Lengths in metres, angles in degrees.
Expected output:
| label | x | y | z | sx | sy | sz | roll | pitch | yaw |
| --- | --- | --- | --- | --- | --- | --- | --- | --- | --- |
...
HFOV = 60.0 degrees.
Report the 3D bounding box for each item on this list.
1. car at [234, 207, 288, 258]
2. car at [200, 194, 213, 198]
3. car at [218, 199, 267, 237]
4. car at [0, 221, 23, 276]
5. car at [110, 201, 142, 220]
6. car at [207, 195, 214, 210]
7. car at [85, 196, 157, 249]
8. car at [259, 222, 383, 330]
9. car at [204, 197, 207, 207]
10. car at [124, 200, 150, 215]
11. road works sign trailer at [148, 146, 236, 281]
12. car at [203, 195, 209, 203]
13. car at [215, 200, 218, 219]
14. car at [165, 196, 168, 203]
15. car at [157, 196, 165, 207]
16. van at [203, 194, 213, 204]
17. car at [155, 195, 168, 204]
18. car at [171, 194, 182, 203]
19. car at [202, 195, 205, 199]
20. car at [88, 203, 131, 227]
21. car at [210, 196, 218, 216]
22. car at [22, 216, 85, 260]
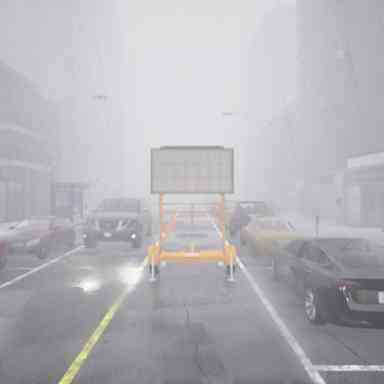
| label | x | y | z | sx | sy | sz | roll | pitch | yaw |
| --- | --- | --- | --- | --- | --- | --- | --- | --- | --- |
| car | 2.867 | 1.517 | 12.578 | 1.752 | 1.417 | 4.829 | 0 | 0 | 0 |
| car | 2.903 | 1.274 | 56.597 | 2.192 | 1.841 | 5.009 | 0 | 0 | 0 |
| car | 2.871 | 1.303 | 17.931 | 2.192 | 1.841 | 5.009 | 0 | 0 | 0 |
| car | -5.664 | 1.540 | 6.872 | 1.887 | 1.381 | 4.507 | 0 | 0 | 0 |
| car | -5.646 | 1.545 | 28.972 | 1.947 | 1.339 | 4.313 | 0 | 0 | 0 |
| car | 2.885 | 1.416 | 34.502 | 1.967 | 1.590 | 4.097 | 0 | 0 | 0 |
| car | -3.090 | 1.211 | 14.957 | 2.150 | 2.045 | 5.566 | 0 | 0 | 0 |
| car | 2.862 | 1.561 | 6.884 | 1.947 | 1.339 | 4.313 | 0 | 0 | 0 |
| car | 2.889 | 1.522 | 40.026 | 2.008 | 1.369 | 4.403 | 0 | 0 | 0 |
| car | -5.641 | 1.541 | 34.497 | 1.947 | 1.339 | 4.313 | 0 | 0 | 0 |
| road works sign trailer | 0.006 | 0.458 | 9.789 | 2.380 | 3.560 | 2.880 | 0 | 0 | 0 |
| car | 2.894 | 1.518 | 45.549 | 2.008 | 1.369 | 4.403 | 0 | 0 | 0 |
| car | 2.876 | 1.509 | 23.625 | 1.752 | 1.417 | 4.829 | 0 | 0 | 0 |
| car | -5.623 | 1.525 | 56.597 | 1.947 | 1.339 | 4.313 | 0 | 0 | 0 |
| car | -5.628 | 1.545 | 51.072 | 1.802 | 1.307 | 4.206 | 0 | 0 | 0 |
| van | 2.908 | 1.296 | 62.120 | 1.690 | 1.788 | 3.998 | 0 | 0 | 0 |
| car | -5.618 | 1.395 | 62.122 | 1.967 | 1.590 | 4.097 | 0 | 0 | 0 |
| car | -2.967 | 1.432 | 63.971 | 1.882 | 1.535 | 5.008 | 0 | 0 | 0 |
| car | 2.898 | 1.529 | 51.073 | 1.947 | 1.339 | 4.313 | 0 | 0 | 0 |
| car | -5.650 | 1.528 | 23.447 | 1.887 | 1.381 | 4.507 | 0 | 0 | 0 |
| car | 2.880 | 1.420 | 28.979 | 1.967 | 1.590 | 4.097 | 0 | 0 | 0 |
| car | -5.660 | 1.574 | 12.397 | 1.802 | 1.307 | 4.206 | 0 | 0 | 0 |
